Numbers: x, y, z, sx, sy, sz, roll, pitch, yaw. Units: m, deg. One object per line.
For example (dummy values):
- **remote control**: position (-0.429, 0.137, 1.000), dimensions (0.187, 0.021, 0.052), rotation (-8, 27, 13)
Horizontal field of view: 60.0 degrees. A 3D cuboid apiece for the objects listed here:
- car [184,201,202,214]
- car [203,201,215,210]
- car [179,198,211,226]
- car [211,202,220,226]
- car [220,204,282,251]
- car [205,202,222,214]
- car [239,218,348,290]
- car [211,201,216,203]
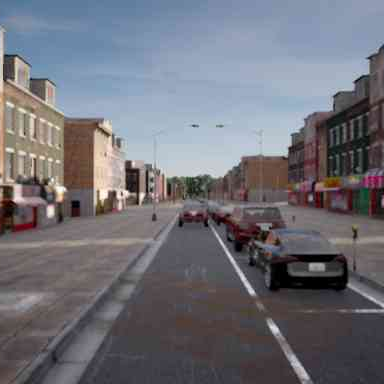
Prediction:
- **car**: position (0.117, 1.919, 41.901), dimensions (2.033, 1.411, 5.357), rotation (0, -1, 0)
- **car**: position (2.655, 2.072, 52.823), dimensions (1.802, 1.307, 4.206), rotation (0, -1, 0)
- **car**: position (0.107, 1.559, 25.216), dimensions (2.097, 1.767, 4.553), rotation (0, -1, 0)
- **car**: position (2.645, 1.755, 25.491), dimensions (1.887, 1.381, 4.507), rotation (0, -1, 0)
- **car**: position (2.640, 1.428, 14.558), dimensions (2.192, 1.841, 5.009), rotation (0, 0, 0)
- **car**: position (2.651, 1.953, 41.891), dimensions (1.802, 1.307, 4.206), rotation (0, -1, 0)
- **car**: position (2.639, 1.635, 9.090), dimensions (1.947, 1.339, 4.313), rotation (0, 0, 0)
- **car**: position (2.647, 1.828, 30.957), dimensions (1.947, 1.339, 4.313), rotation (0, -1, 0)
